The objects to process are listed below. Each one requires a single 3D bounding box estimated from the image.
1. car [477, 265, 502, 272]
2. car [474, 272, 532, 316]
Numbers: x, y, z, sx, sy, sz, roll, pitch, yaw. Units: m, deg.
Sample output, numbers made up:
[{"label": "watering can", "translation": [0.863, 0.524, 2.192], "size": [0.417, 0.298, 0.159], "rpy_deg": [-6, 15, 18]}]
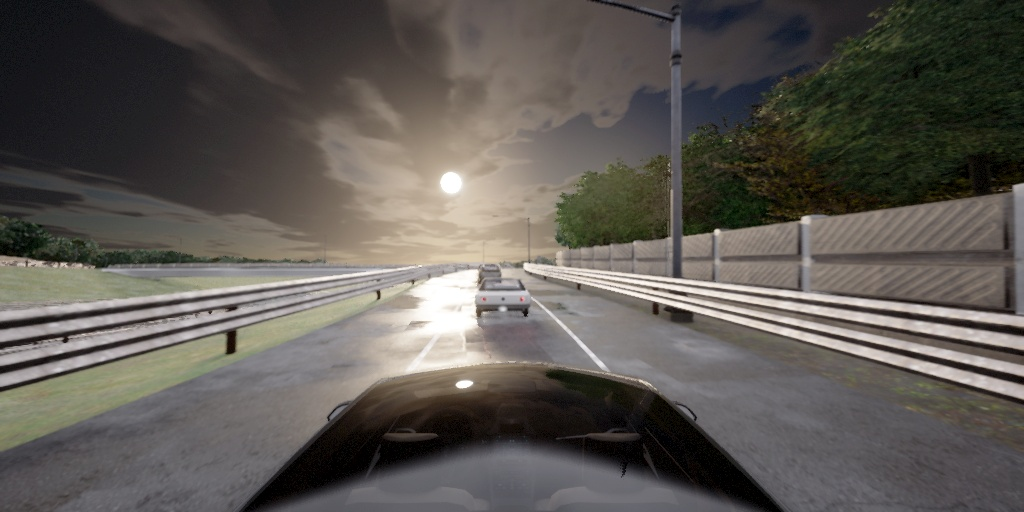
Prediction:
[{"label": "car", "translation": [-1.844, 1.480, 29.549], "size": [2.128, 1.511, 4.902], "rpy_deg": [0, 0, -6]}, {"label": "car", "translation": [-0.409, 1.456, 13.833], "size": [1.895, 1.301, 4.718], "rpy_deg": [0, 0, -3]}]
